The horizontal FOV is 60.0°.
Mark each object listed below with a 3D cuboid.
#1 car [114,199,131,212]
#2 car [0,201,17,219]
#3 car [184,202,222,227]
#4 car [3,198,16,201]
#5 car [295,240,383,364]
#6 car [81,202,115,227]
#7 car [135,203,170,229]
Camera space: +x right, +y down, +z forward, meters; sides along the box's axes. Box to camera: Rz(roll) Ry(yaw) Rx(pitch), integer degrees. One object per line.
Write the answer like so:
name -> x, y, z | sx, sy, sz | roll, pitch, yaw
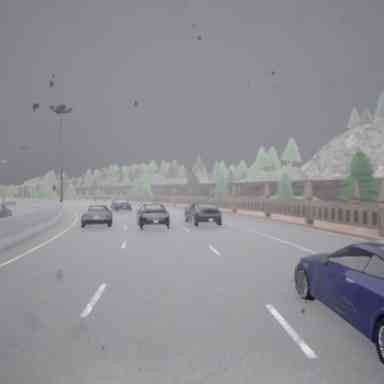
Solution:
car -> -8.481, 1.542, 39.655 | 1.812, 1.442, 4.674 | 0, 0, -23
car -> -14.096, 1.597, 23.646 | 1.812, 1.442, 4.674 | 0, 0, -16
car -> 0.678, 1.479, 23.008 | 1.837, 1.490, 4.892 | 0, 0, -12
car -> -32.688, 1.734, 59.594 | 1.812, 1.442, 4.674 | -1, 0, -35
car -> 3.245, 1.506, 5.366 | 1.812, 1.442, 4.674 | 0, 0, -3
car -> -6.551, 1.584, 23.094 | 1.994, 1.385, 4.181 | 0, 0, -14
car -> -2.590, 1.487, 21.592 | 2.128, 1.511, 4.902 | 0, 0, -12
